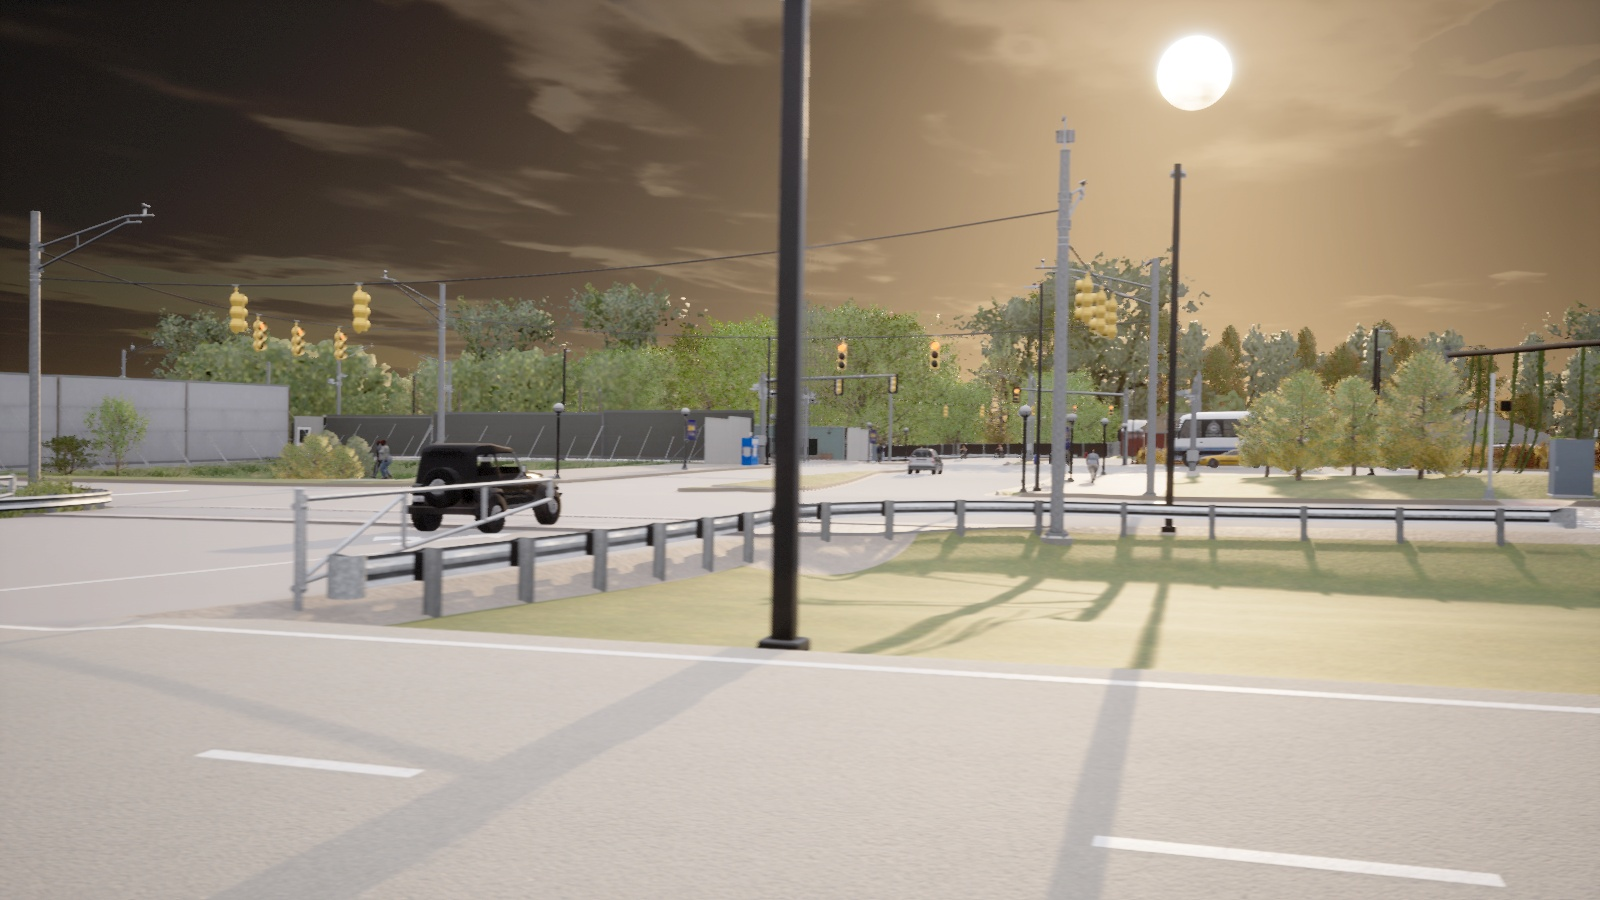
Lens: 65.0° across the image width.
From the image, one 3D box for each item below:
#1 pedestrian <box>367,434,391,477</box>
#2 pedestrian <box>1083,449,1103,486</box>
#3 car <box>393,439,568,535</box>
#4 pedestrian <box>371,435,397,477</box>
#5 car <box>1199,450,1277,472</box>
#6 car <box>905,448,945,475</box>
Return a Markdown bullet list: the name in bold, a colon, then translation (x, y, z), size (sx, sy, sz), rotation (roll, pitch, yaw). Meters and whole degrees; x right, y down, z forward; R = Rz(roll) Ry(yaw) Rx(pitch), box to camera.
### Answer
- **pedestrian**: translation (-18.921, 0.243, 56.443), size (0.849, 1.883, 0.563), rotation (2, 1, 3)
- **pedestrian**: translation (15.373, 0.908, 65.918), size (0.874, 1.855, 0.900), rotation (2, 1, 18)
- **car**: translation (-6.881, 0.719, 27.431), size (1.905, 1.878, 3.866), rotation (1, 1, 19)
- **pedestrian**: translation (-18.498, 0.263, 55.808), size (0.900, 1.855, 0.874), rotation (1, 2, -31)
- **car**: translation (32.378, 0.805, 92.867), size (5.366, 1.575, 1.801), rotation (0, 1, 20)
- **car**: translation (7.884, 0.739, 78.791), size (1.851, 1.617, 3.988), rotation (1, 0, 15)
